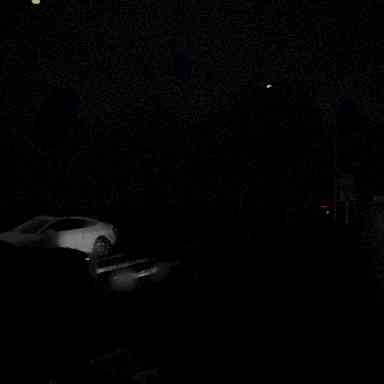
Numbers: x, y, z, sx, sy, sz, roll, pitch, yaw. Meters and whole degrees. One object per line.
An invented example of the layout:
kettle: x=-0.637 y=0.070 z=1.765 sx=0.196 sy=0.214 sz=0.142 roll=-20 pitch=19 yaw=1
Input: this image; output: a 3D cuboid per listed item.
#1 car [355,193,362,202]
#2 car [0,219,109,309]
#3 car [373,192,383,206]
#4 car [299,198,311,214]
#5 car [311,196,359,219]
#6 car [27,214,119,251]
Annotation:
car: x=21.525 y=0.830 z=44.838 sx=2.097 sy=1.767 sz=4.553 roll=0 pitch=0 yaw=37
car: x=-4.012 y=1.488 z=6.043 sx=1.812 sy=1.442 sz=4.674 roll=1 pitch=1 yaw=37
car: x=28.145 y=1.091 z=48.912 sx=2.150 sy=2.045 sz=5.566 roll=0 pitch=-1 yaw=37
car: x=11.884 y=1.299 z=32.144 sx=2.128 sy=1.511 sz=4.902 roll=0 pitch=0 yaw=37
car: x=11.683 y=1.312 z=26.972 sx=2.128 sy=1.511 sz=4.902 roll=0 pitch=0 yaw=37
car: x=-4.420 y=1.441 z=10.403 sx=1.812 sy=1.442 sz=4.674 roll=0 pitch=1 yaw=37
